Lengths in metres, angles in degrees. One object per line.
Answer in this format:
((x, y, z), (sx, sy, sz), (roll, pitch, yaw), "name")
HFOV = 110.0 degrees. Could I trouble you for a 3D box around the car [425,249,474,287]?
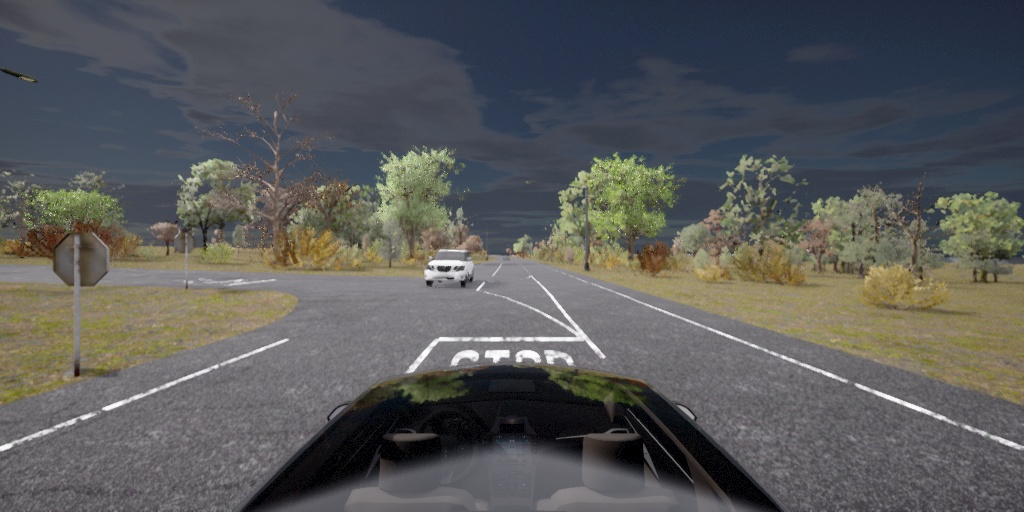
((-3.470, 0.601, 20.930), (2.150, 2.045, 5.566), (1, 0, 0), "car")
